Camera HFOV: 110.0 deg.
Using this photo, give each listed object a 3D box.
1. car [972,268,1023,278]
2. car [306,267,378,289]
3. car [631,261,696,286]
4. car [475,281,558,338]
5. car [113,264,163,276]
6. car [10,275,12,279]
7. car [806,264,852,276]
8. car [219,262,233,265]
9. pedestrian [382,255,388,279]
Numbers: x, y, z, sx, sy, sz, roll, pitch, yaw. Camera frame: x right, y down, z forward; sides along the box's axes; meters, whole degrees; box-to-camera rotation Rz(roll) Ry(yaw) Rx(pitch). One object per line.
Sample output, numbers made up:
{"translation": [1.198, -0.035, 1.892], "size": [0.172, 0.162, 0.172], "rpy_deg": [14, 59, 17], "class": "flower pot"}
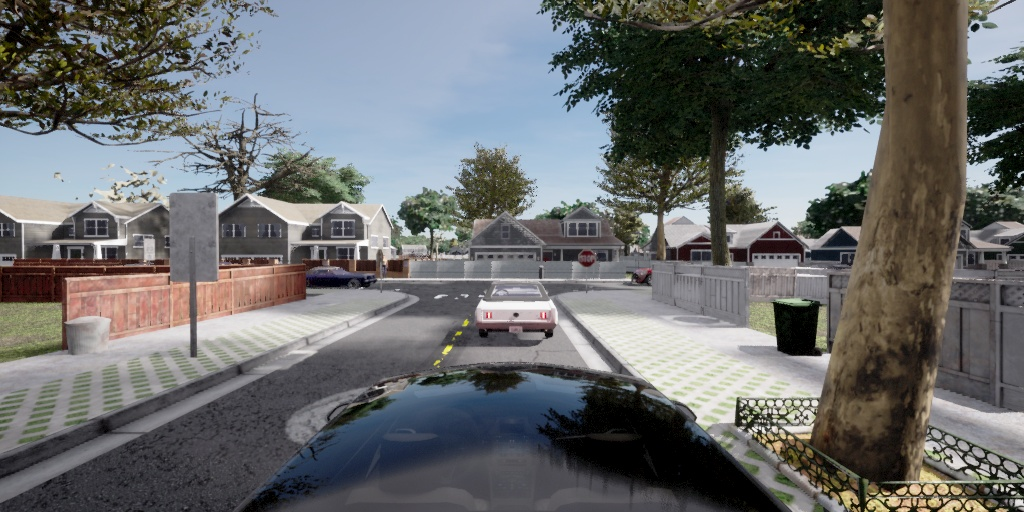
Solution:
{"translation": [34.919, 1.474, 24.979], "size": [4.718, 1.301, 1.895], "rpy_deg": [0, 1, 0], "class": "car"}
{"translation": [-10.675, 1.325, 21.586], "size": [4.718, 1.301, 1.895], "rpy_deg": [0, 1, -1], "class": "car"}
{"translation": [10.671, 1.133, 24.750], "size": [4.553, 1.767, 2.097], "rpy_deg": [0, 1, -1], "class": "car"}
{"translation": [0.123, 1.349, 10.220], "size": [1.895, 1.301, 4.718], "rpy_deg": [0, 0, 1], "class": "car"}
{"translation": [-21.769, 1.204, 21.474], "size": [4.674, 1.442, 1.812], "rpy_deg": [0, 1, -1], "class": "car"}
{"translation": [-32.787, 1.204, 21.384], "size": [4.181, 1.385, 1.994], "rpy_deg": [0, 1, 1], "class": "car"}
{"translation": [21.673, 1.315, 24.859], "size": [4.902, 1.511, 2.128], "rpy_deg": [0, 1, 0], "class": "car"}
{"translation": [-20.920, 1.143, 24.433], "size": [4.902, 1.511, 2.128], "rpy_deg": [0, 1, -1], "class": "car"}
{"translation": [-9.767, 0.809, 27.451], "size": [0.375, 1.860, 0.375], "rpy_deg": [0, 0, -1], "class": "pedestrian"}
